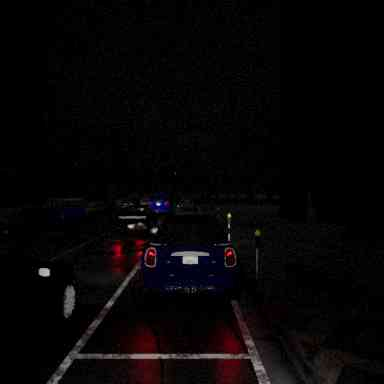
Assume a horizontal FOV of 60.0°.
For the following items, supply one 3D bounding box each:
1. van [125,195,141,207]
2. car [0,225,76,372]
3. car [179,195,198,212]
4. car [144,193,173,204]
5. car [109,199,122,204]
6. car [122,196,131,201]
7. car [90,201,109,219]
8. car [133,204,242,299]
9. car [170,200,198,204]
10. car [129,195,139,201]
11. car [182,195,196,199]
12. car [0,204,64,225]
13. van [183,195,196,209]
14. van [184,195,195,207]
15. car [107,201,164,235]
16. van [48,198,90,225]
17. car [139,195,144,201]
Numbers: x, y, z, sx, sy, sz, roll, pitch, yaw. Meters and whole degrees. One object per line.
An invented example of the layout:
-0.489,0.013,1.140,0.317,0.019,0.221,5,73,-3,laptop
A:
-8.910,1.355,50.762,1.690,1.788,3.998,0,0,0,van
-3.047,1.477,4.121,1.882,1.535,5.008,0,0,0,car
-0.384,1.324,39.886,2.192,1.841,5.009,0,0,0,car
-3.149,1.230,33.921,2.150,2.045,5.566,0,0,0,car
-8.909,1.572,34.448,1.947,1.339,4.313,0,0,0,car
-8.909,1.534,39.716,1.752,1.417,4.829,0,0,0,car
-8.909,1.530,28.841,1.752,1.417,4.829,0,0,0,car
-0.032,1.353,8.620,2.097,1.767,4.553,0,0,0,car
-0.384,1.528,23.743,1.752,1.417,4.829,0,0,0,car
-8.910,1.452,45.324,1.967,1.590,4.097,0,0,0,car
-0.384,1.446,34.448,1.967,1.590,4.097,0,0,0,car
-8.909,1.567,18.136,1.947,1.339,4.313,0,0,0,car
-0.384,1.353,45.324,1.690,1.788,3.998,0,0,0,van
-0.384,1.356,50.761,1.690,1.788,3.998,0,0,0,van
-3.044,1.493,19.037,2.128,1.511,4.902,0,0,0,car
-8.909,1.344,23.573,1.690,1.788,3.998,0,0,0,van
-6.145,1.231,48.082,2.150,2.045,5.566,0,0,0,car
